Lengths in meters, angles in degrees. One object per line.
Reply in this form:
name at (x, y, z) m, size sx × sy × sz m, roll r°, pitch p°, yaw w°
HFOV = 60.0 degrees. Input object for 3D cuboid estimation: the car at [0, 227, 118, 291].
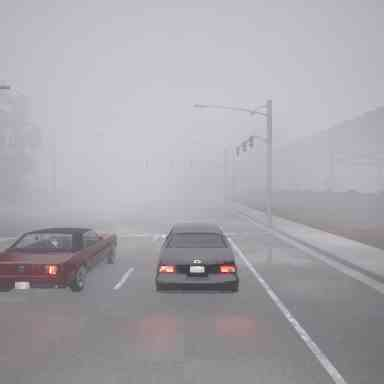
car at (-3.386, 1.597, 8.927) m, size 1.895 × 1.301 × 4.718 m, roll 0°, pitch 0°, yaw 1°

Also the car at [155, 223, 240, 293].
car at (0.104, 1.547, 8.977) m, size 2.033 × 1.411 × 5.357 m, roll 0°, pitch 0°, yaw 0°
